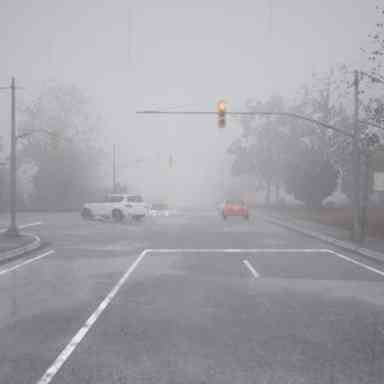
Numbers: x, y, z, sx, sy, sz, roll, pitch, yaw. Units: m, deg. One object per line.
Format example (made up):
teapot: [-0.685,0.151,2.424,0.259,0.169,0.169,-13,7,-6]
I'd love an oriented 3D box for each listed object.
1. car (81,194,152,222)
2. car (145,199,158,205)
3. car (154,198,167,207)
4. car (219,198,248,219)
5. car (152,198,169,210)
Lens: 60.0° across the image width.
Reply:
car: [-6.193,1.212,26.018,5.566,2.045,2.150,0,-1,32]
car: [-9.195,2.202,75.488,2.033,1.411,5.357,0,-1,-16]
car: [-5.757,1.876,60.337,2.033,1.411,5.357,0,-1,-9]
car: [3.528,1.336,28.942,2.097,1.767,4.553,0,0,0]
car: [-4.128,1.535,44.007,1.882,1.535,5.008,0,0,-3]
